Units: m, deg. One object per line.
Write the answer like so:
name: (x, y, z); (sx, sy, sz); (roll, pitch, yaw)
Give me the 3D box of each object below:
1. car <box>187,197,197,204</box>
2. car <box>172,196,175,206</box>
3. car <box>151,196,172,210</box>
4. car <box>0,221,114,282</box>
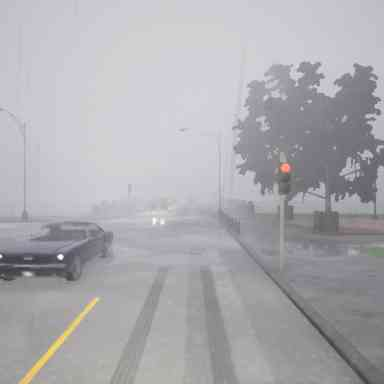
car: (0.038, 1.547, 61.682); (2.033, 1.411, 5.357); (0, 0, 0)
car: (-4.062, 1.477, 51.794); (1.882, 1.535, 5.008); (0, 0, 0)
car: (-4.074, 1.491, 42.246); (2.128, 1.511, 4.902); (0, 0, 0)
car: (-3.780, 1.600, 9.930); (1.895, 1.301, 4.718); (0, 0, 0)
